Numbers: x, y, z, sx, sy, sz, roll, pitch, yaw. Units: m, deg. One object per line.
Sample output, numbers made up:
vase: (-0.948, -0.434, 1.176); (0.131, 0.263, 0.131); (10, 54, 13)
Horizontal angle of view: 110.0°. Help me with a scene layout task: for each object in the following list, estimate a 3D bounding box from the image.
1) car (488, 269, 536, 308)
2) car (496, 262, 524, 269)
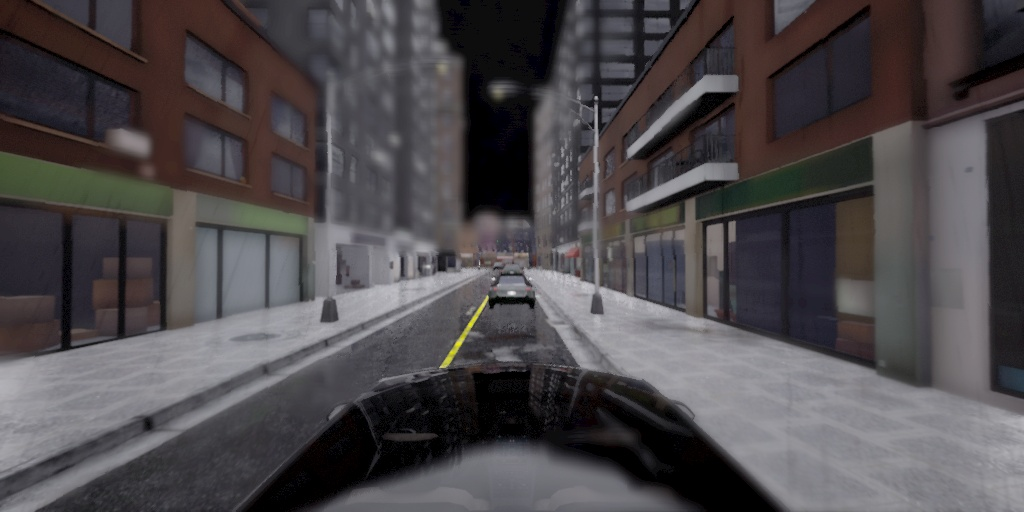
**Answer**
car: (-0.003, 1.454, 16.136); (1.994, 1.385, 4.181); (0, -1, 0)
car: (-0.015, 1.386, 30.939); (2.097, 1.767, 4.553); (0, -1, 0)
